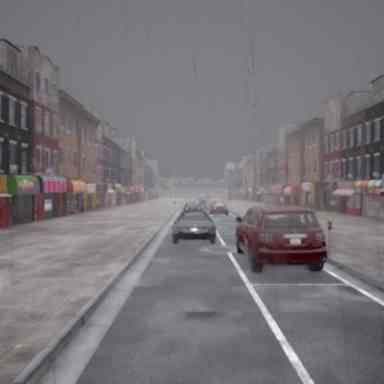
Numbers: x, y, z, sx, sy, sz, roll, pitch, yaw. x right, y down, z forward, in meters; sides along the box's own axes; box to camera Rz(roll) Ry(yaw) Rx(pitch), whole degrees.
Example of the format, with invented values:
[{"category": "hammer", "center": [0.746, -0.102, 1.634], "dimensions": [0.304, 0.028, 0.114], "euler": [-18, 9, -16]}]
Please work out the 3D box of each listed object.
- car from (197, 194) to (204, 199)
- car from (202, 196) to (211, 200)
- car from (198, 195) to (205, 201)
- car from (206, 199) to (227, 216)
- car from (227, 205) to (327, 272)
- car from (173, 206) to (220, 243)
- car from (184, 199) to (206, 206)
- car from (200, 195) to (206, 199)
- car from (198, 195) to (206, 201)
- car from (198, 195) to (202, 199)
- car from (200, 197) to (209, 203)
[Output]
[{"category": "car", "center": [2.623, 1.681, 66.107], "dimensions": [1.947, 1.339, 4.313], "euler": [-1, 0, 0]}, {"category": "car", "center": [2.622, 1.600, 44.147], "dimensions": [1.752, 1.417, 4.829], "euler": [-1, 0, 0]}, {"category": "car", "center": [2.622, 1.695, 93.939], "dimensions": [1.752, 1.417, 4.829], "euler": [-1, 0, 0]}, {"category": "car", "center": [2.623, 1.637, 32.912], "dimensions": [1.802, 1.307, 4.206], "euler": [-1, 0, 0]}, {"category": "car", "center": [2.617, 1.333, 10.783], "dimensions": [2.192, 1.841, 5.009], "euler": [-1, 0, 0]}, {"category": "car", "center": [0.100, 1.591, 16.301], "dimensions": [1.994, 1.385, 4.181], "euler": [0, 0, 0]}, {"category": "car", "center": [0.101, 1.657, 33.924], "dimensions": [1.895, 1.301, 4.718], "euler": [0, 0, 0]}, {"category": "car", "center": [2.622, 1.635, 49.510], "dimensions": [2.008, 1.369, 4.403], "euler": [-1, 0, 0]}, {"category": "car", "center": [2.620, 1.599, 88.237], "dimensions": [1.967, 1.590, 4.097], "euler": [-1, 0, 0]}, {"category": "car", "center": [2.623, 1.671, 60.574], "dimensions": [1.947, 1.339, 4.313], "euler": [-1, 0, 0]}, {"category": "car", "center": [2.623, 1.708, 71.639], "dimensions": [1.802, 1.307, 4.206], "euler": [-1, 0, 0]}]
